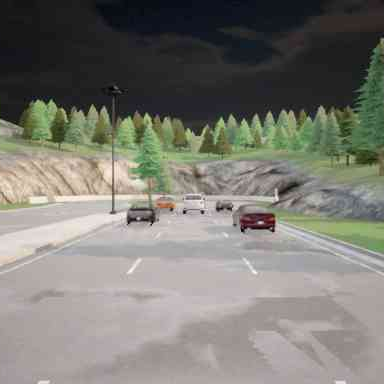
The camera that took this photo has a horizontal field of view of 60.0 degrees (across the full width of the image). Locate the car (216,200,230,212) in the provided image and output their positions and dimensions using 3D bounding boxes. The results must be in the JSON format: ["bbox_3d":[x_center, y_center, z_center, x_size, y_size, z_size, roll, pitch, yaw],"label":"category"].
[{"bbox_3d":[3.777,1.601,39.129,1.895,1.301,4.718,0,0,2],"label":"car"}]

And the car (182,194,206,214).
[{"bbox_3d":[0.167,1.221,35.246,2.150,2.045,5.566,0,0,0],"label":"car"}]

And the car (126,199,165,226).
[{"bbox_3d":[-3.383,1.491,23.544,2.128,1.511,4.902,0,0,0],"label":"car"}]

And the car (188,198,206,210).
[{"bbox_3d":[0.688,1.564,44.592,1.994,1.385,4.181,0,0,6],"label":"car"}]

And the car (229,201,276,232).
[{"bbox_3d":[3.614,1.477,19.957,1.882,1.535,5.008,0,0,0],"label":"car"}]

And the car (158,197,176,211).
[{"bbox_3d":[-3.164,1.352,40.070,2.097,1.767,4.553,0,0,2],"label":"car"}]
